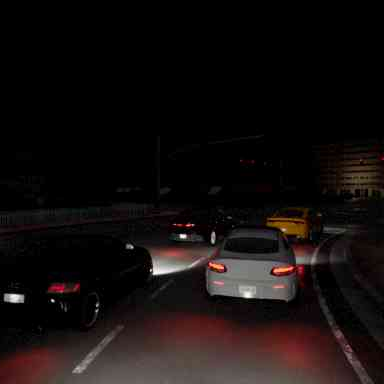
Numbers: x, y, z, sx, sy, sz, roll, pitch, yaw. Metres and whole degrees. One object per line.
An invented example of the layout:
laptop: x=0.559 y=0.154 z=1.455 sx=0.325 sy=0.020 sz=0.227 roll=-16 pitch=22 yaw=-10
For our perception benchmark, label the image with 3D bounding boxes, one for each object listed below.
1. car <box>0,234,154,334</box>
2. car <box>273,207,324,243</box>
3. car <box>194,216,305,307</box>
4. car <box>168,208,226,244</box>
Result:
car: x=-2.267 y=1.564 z=6.962 sx=1.994 sy=1.385 sz=4.181 roll=0 pitch=0 yaw=11
car: x=5.210 y=1.478 z=16.499 sx=1.882 sy=1.535 sz=5.008 roll=0 pitch=0 yaw=30
car: x=1.525 y=1.526 z=7.989 sx=1.812 sy=1.442 sz=4.674 roll=0 pitch=0 yaw=14
car: x=0.611 y=1.505 z=15.397 sx=1.837 sy=1.490 sz=4.892 roll=0 pitch=0 yaw=23
